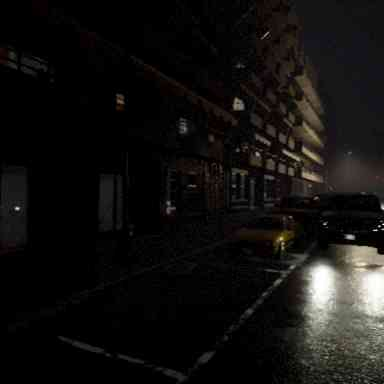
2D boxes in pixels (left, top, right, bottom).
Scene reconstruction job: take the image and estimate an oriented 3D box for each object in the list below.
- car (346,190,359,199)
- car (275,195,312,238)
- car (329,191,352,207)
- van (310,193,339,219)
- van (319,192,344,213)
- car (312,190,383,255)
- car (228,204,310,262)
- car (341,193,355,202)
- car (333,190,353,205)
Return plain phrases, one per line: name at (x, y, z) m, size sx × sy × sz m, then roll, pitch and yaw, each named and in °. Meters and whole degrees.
car at (33.954, 0.513, 70.404) m, size 2.192 × 1.841 × 5.009 m, roll 2°, pitch 1°, yaw 28°
car at (5.410, 1.091, 16.686) m, size 2.192 × 1.841 × 5.009 m, roll 2°, pitch 2°, yaw 28°
car at (18.384, 0.804, 41.103) m, size 2.192 × 1.841 × 5.009 m, roll 2°, pitch 2°, yaw 28°
van at (10.598, 0.996, 26.452) m, size 1.690 × 1.788 × 3.998 m, roll 2°, pitch 2°, yaw 28°
van at (13.193, 0.939, 31.337) m, size 1.690 × 1.788 × 3.998 m, roll 2°, pitch 2°, yaw 28°
car at (6.379, 1.045, 13.084) m, size 2.150 × 2.045 × 5.566 m, roll 1°, pitch 1°, yaw 28°
car at (2.729, 1.366, 11.657) m, size 1.752 × 1.417 × 4.829 m, roll 2°, pitch 2°, yaw 28°
car at (26.164, 0.901, 55.761) m, size 1.947 × 1.339 × 4.313 m, roll 2°, pitch 1°, yaw 28°
car at (20.979, 0.752, 45.986) m, size 2.192 × 1.841 × 5.009 m, roll 2°, pitch 2°, yaw 28°
